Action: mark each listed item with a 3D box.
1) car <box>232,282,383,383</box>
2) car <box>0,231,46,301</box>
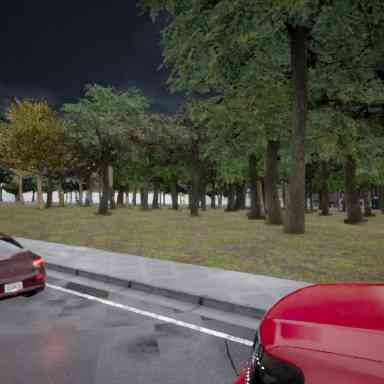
[{"bbox_3d":[2.923,1.222,1.601,5.566,2.045,2.150,0,0,35],"label":"car"},{"bbox_3d":[-5.036,1.524,7.258,4.674,1.442,1.812,0,0,36],"label":"car"}]
